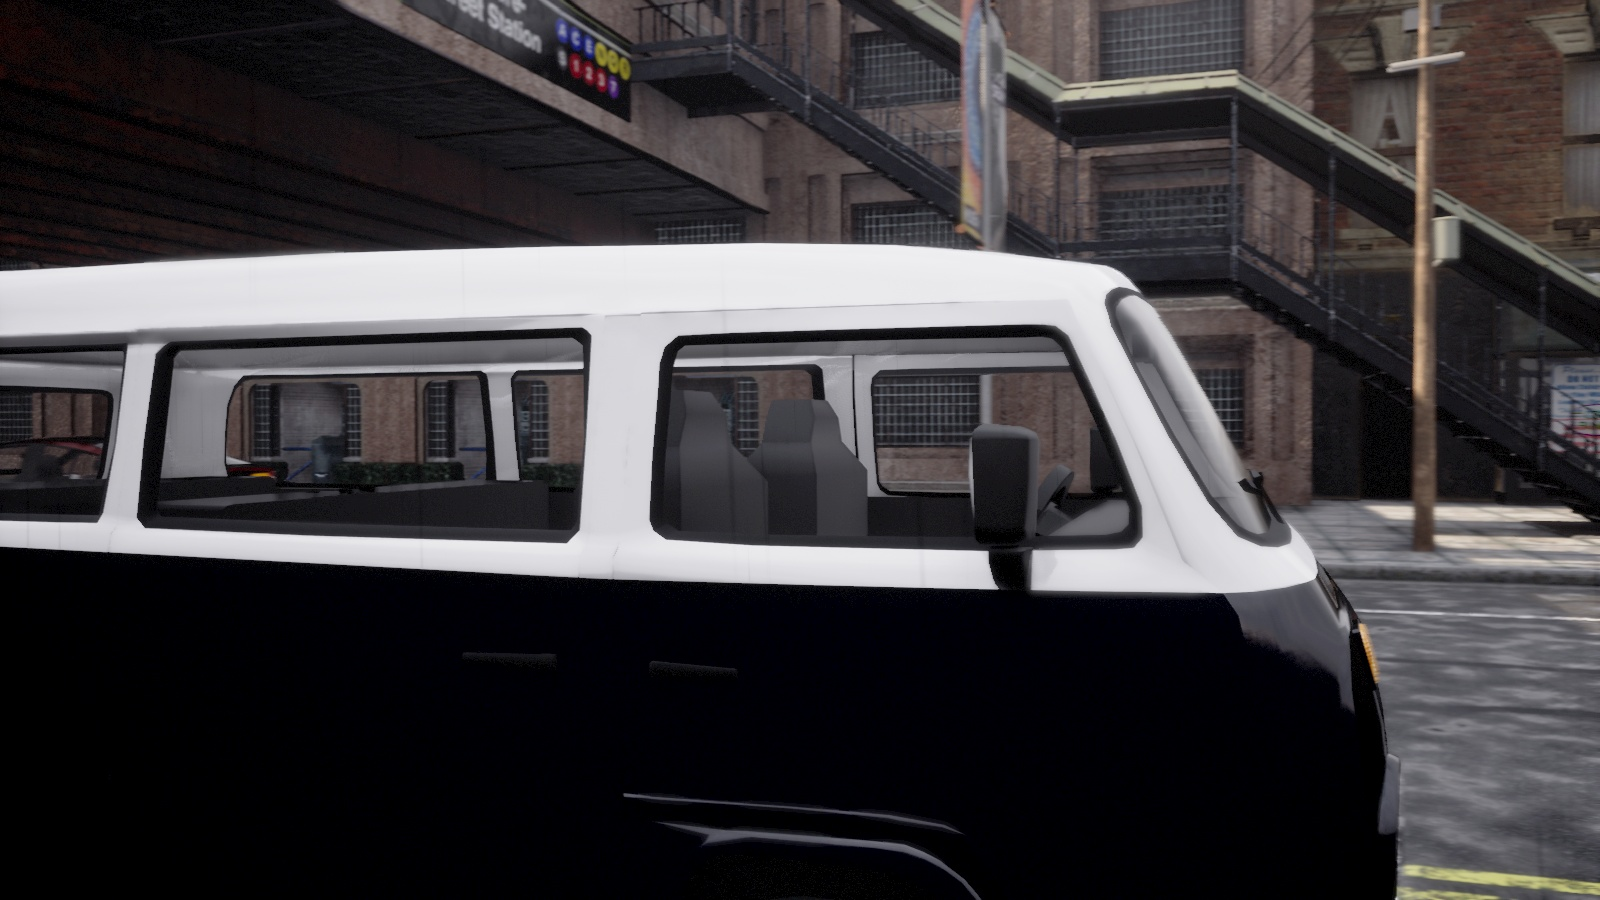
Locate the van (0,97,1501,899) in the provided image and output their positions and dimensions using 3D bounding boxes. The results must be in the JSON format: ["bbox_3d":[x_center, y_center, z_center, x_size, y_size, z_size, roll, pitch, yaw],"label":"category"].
[{"bbox_3d":[-0.819,0.491,3.465,4.480,2.038,2.069,1,1,19],"label":"van"}]
